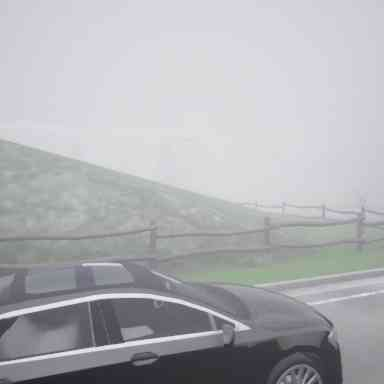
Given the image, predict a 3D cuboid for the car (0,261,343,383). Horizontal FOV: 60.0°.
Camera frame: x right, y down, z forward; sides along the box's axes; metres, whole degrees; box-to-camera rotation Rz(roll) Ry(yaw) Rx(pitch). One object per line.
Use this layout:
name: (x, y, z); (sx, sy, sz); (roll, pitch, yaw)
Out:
car: (-0.744, 1.492, 3.282); (4.902, 1.511, 2.128); (0, 0, -24)

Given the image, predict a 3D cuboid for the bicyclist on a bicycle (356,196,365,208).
bicyclist on a bicycle: (22.365, 1.302, 44.181); (1.656, 1.620, 0.582); (0, 0, -44)

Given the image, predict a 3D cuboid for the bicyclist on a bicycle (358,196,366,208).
bicyclist on a bicycle: (22.675, 1.302, 43.861); (1.656, 1.620, 0.582); (0, 0, -44)
